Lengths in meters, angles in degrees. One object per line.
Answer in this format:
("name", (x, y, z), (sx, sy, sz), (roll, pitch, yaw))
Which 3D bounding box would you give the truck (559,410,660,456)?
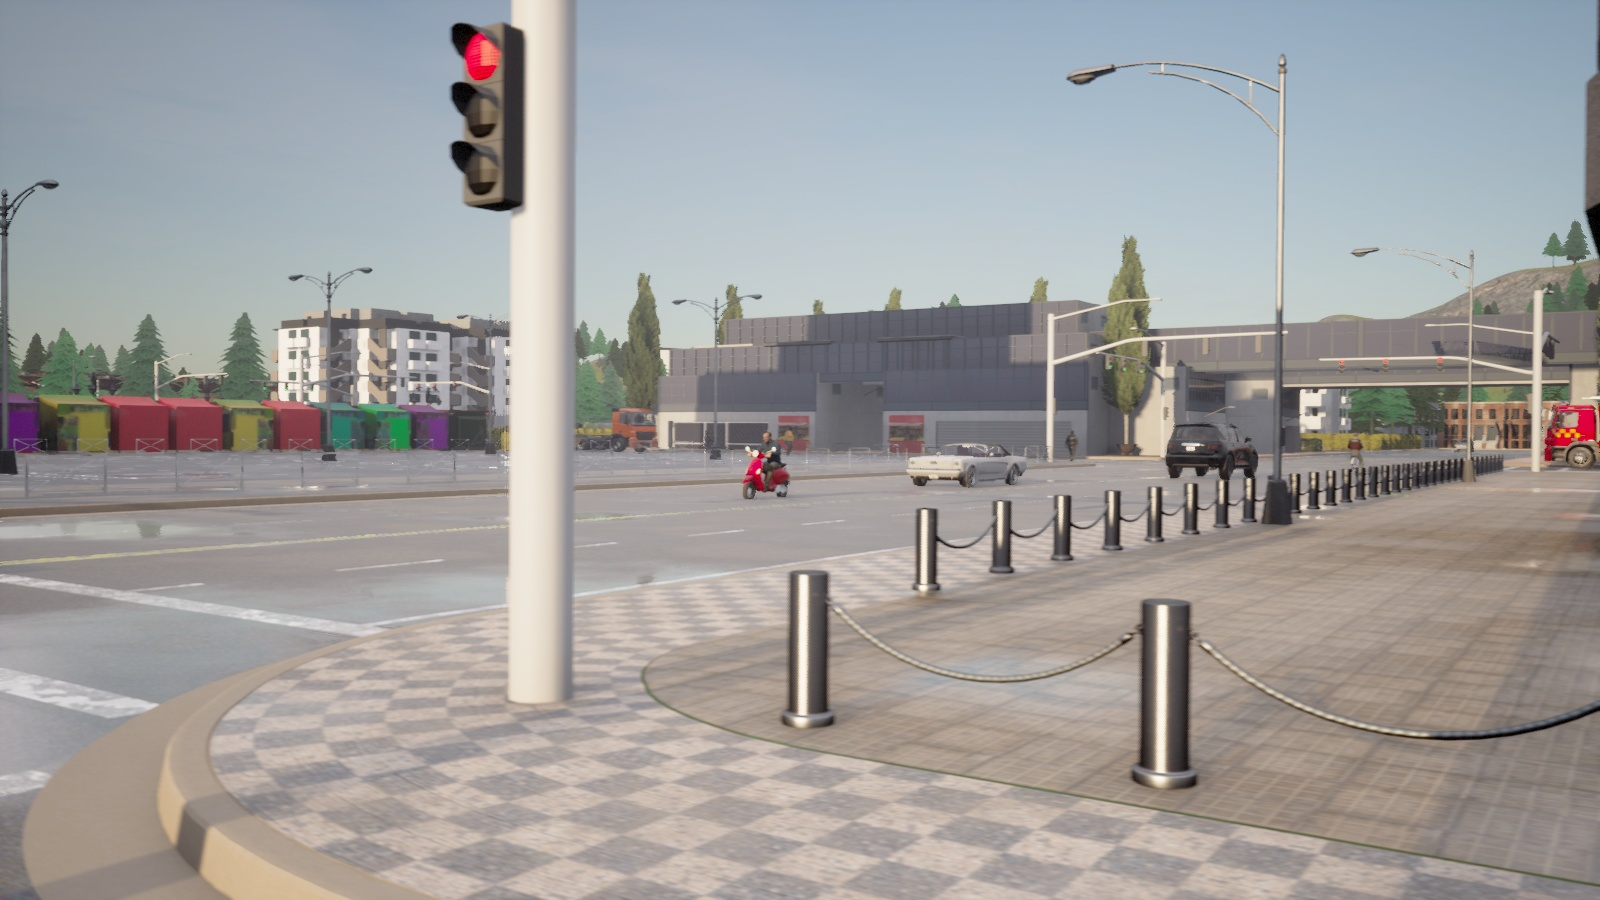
("truck", (-14.735, -1.284, 96.990), (7.936, 3.462, 2.891), (0, 1, 36))

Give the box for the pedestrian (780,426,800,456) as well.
("pedestrian", (-0.606, -0.544, 77.815), (0.900, 1.855, 0.874), (0, 1, 37))

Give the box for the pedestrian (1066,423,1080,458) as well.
("pedestrian", (14.760, -0.502, 67.939), (0.563, 1.883, 0.849), (0, 1, 26))

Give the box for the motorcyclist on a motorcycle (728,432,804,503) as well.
("motorcyclist on a motorcycle", (-0.779, 0.374, 29.237), (0.866, 1.590, 1.817), (0, 1, 34))

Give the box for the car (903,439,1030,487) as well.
("car", (5.092, 0.350, 37.895), (1.895, 1.301, 4.718), (0, 1, 34))

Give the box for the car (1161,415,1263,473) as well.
("car", (15.502, -0.256, 47.012), (2.150, 2.045, 5.566), (0, 1, 34))

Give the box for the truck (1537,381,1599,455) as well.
("truck", (43.221, -1.657, 65.111), (8.468, 3.827, 2.891), (0, 1, 34))
